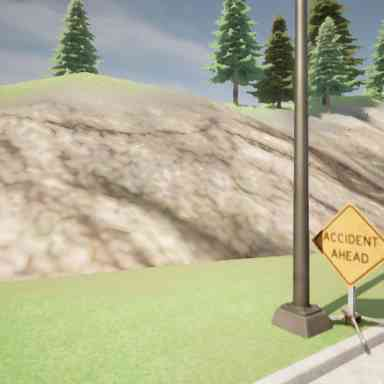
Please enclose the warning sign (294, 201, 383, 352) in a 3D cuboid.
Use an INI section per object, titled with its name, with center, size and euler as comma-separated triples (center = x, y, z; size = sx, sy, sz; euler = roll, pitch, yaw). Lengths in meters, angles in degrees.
[warning sign]
center = 2.420, 1.087, 5.043
size = 1.060, 1.860, 1.300
euler = 0, 0, -36
